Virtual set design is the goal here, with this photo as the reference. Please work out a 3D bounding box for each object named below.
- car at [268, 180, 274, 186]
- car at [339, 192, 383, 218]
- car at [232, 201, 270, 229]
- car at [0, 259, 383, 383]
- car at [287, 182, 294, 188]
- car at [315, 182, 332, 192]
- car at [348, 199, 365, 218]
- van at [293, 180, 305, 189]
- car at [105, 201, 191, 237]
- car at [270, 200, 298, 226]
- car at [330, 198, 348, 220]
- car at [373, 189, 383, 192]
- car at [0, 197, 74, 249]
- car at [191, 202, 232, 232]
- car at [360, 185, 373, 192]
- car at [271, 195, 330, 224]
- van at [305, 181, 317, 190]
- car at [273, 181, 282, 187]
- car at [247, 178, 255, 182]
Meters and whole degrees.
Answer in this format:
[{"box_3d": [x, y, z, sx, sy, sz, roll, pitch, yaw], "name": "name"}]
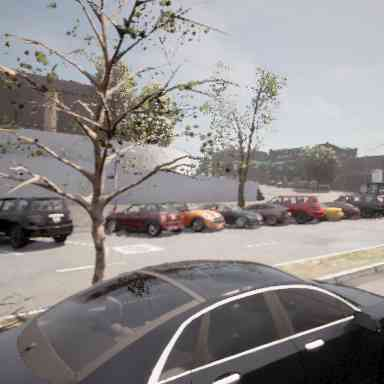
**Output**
[{"box_3d": [21.227, -2.248, 86.309, 2.002, 1.452, 4.674, 7, 3, 35], "name": "car"}, {"box_3d": [14.409, 1.284, 30.483, 5.566, 2.045, 2.435, -1, -1, 35], "name": "car"}, {"box_3d": [2.190, 1.496, 21.779, 4.892, 1.521, 2.231, -1, -1, 35], "name": "car"}, {"box_3d": [0.489, 1.501, 3.481, 4.892, 1.490, 1.837, 0, 0, -36], "name": "car"}, {"box_3d": [24.800, -1.742, 81.526, 1.946, 1.575, 5.366, 7, 3, 35], "name": "car"}, {"box_3d": [29.863, -0.923, 73.960, 2.231, 1.521, 4.892, 7, 3, 35], "name": "car"}, {"box_3d": [11.981, 1.567, 28.725, 4.674, 1.452, 2.002, -1, -1, 35], "name": "car"}, {"box_3d": [26.375, -1.695, 78.794, 1.878, 1.987, 4.442, 7, 3, 35], "name": "van"}, {"box_3d": [-2.672, 1.360, 18.270, 4.553, 1.767, 2.185, -1, -1, 35], "name": "car"}, {"box_3d": [4.610, 1.531, 23.525, 4.792, 1.488, 2.163, -1, -1, 35], "name": "car"}, {"box_3d": [9.375, 1.517, 27.098, 5.366, 1.575, 1.946, -1, -1, 35], "name": "car"}, {"box_3d": [36.762, 0.206, 64.101, 2.002, 1.452, 4.674, 7, 3, 35], "name": "car"}, {"box_3d": [-7.613, 1.237, 14.818, 5.566, 2.045, 2.435, -1, 0, 35], "name": "car"}, {"box_3d": [-0.277, 1.365, 20.053, 4.553, 1.767, 2.185, -1, -1, 34], "name": "car"}, {"box_3d": [35.072, -0.357, 66.574, 2.435, 2.045, 5.566, 7, 3, 35], "name": "car"}, {"box_3d": [7.055, 1.258, 25.271, 5.566, 2.045, 2.435, -1, -1, 35], "name": "car"}, {"box_3d": [28.103, -1.422, 76.323, 1.878, 1.987, 4.442, 7, 4, 35], "name": "van"}, {"box_3d": [22.969, -1.974, 83.846, 2.002, 1.452, 4.674, 7, 3, 35], "name": "car"}, {"box_3d": [16.123, -3.106, 93.820, 1.946, 1.575, 5.366, 7, 3, 34], "name": "car"}]
